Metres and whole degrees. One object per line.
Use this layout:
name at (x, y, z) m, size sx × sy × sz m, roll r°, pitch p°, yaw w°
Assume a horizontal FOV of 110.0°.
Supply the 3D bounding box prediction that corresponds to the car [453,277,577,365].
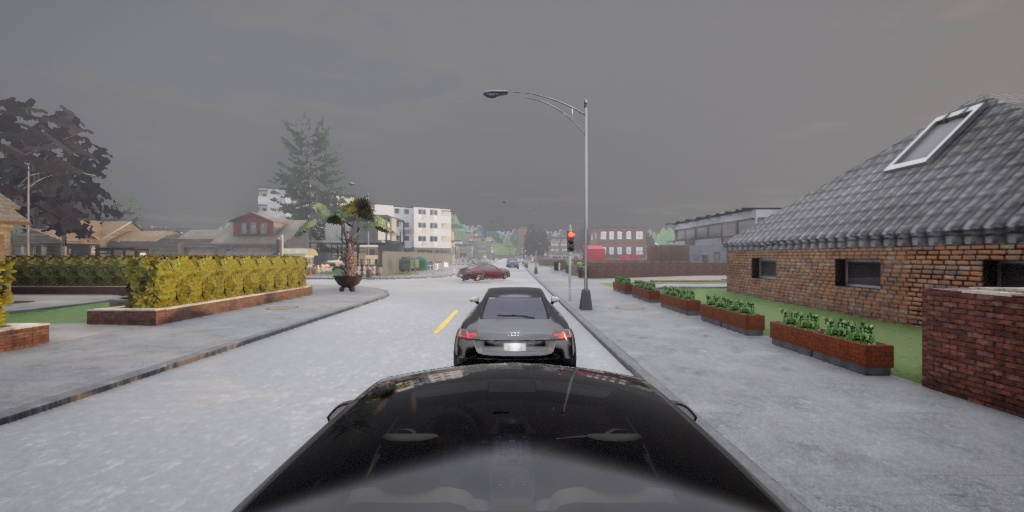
car at (0.058, 1.314, 7.306) m, size 1.994 × 1.385 × 4.181 m, roll 0°, pitch 0°, yaw 0°

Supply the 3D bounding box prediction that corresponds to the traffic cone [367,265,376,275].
traffic cone at (-15.757, 1.561, 40.120) m, size 0.344 × 0.586 × 0.344 m, roll 0°, pitch 0°, yaw 0°

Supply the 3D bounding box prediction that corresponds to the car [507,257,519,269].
car at (0.095, 1.276, 56.780) m, size 1.812 × 1.442 × 4.674 m, roll 0°, pitch 0°, yaw 0°

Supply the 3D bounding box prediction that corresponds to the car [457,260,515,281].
car at (-2.230, 1.273, 28.695) m, size 1.812 × 1.442 × 4.674 m, roll 1°, pitch 0°, yaw 45°

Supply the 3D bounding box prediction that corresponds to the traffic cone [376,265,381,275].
traffic cone at (-15.396, 1.558, 40.690) m, size 0.344 × 0.586 × 0.344 m, roll 0°, pitch 0°, yaw 0°

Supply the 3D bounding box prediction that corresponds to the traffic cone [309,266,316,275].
traffic cone at (-19.803, 1.568, 35.236) m, size 0.344 × 0.586 × 0.344 m, roll 0°, pitch 0°, yaw 0°
